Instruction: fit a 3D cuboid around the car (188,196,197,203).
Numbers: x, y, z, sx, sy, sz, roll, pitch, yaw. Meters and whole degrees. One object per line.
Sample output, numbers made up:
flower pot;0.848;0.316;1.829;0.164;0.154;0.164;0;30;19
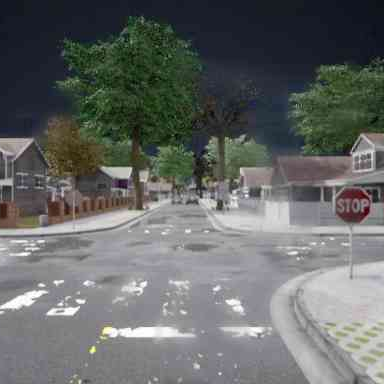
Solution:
car;0.045;1.524;67.363;1.812;1.442;4.674;0;0;0

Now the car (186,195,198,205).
car;0.039;1.349;57.330;2.097;1.767;4.553;0;0;0

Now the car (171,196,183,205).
car;-2.709;1.489;61.116;2.128;1.511;4.902;0;0;0
